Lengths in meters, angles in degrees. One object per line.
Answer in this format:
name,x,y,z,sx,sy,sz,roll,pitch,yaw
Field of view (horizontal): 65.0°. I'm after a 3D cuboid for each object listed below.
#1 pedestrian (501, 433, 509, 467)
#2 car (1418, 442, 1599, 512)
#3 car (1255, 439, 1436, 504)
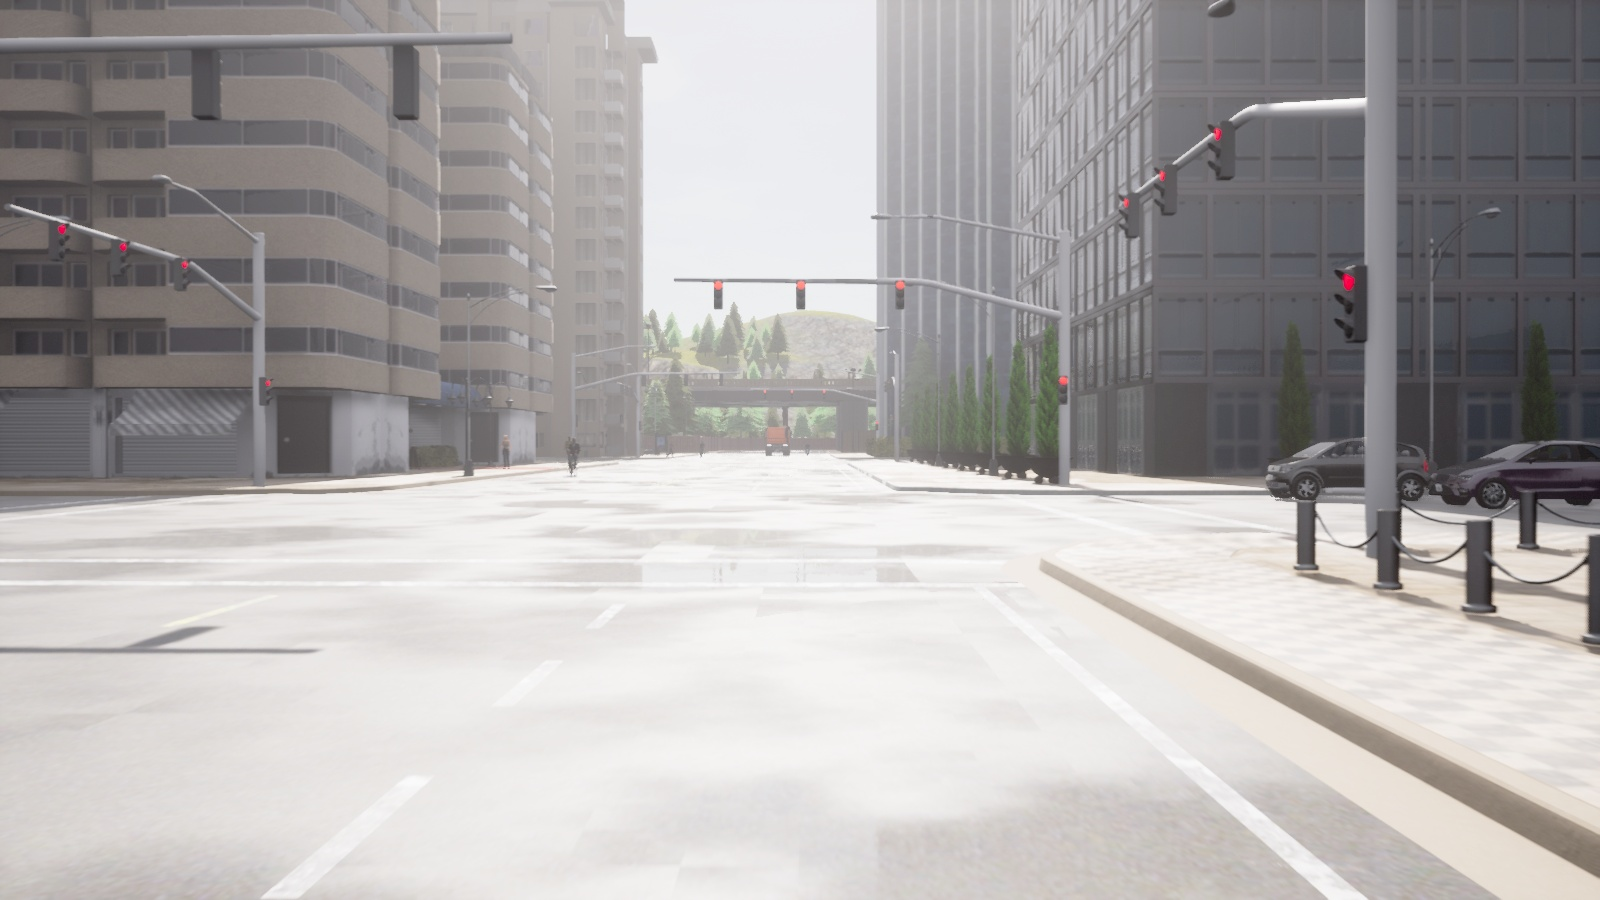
pedestrian,-16.036,0.007,68.337,0.345,1.836,0.594,0,0,-7
car,16.107,0.562,27.545,4.193,1.474,1.816,0,0,1
car,13.440,0.505,31.075,3.705,1.549,1.789,0,0,1
